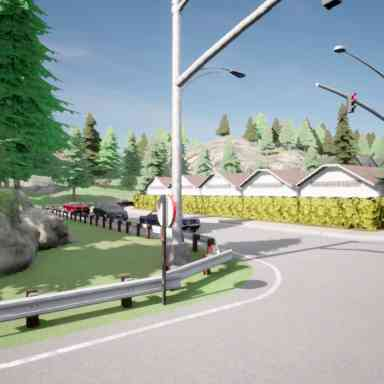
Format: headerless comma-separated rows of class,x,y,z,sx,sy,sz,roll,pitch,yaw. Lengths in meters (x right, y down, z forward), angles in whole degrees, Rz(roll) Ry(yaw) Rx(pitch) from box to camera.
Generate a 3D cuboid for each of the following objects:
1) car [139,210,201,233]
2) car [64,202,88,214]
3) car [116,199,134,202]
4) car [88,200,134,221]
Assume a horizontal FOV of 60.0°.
car,-1.462,1.792,20.788,1.895,1.301,4.718,0,0,-35
car,-12.850,1.791,37.149,1.895,1.301,4.718,0,0,-33
car,-10.958,1.777,53.332,1.895,1.301,4.718,0,0,33
car,-7.177,1.696,28.956,1.837,1.490,4.892,0,0,-35
